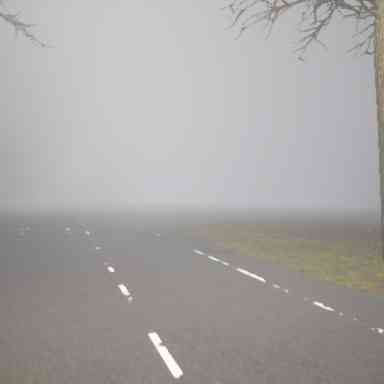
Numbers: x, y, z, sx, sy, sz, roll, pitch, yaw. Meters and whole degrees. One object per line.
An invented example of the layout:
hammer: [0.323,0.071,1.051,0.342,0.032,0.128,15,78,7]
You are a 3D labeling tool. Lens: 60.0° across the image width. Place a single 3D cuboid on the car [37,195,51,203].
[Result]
car: [-33.583,1.558,74.972,2.097,1.767,4.553,0,0,-22]
